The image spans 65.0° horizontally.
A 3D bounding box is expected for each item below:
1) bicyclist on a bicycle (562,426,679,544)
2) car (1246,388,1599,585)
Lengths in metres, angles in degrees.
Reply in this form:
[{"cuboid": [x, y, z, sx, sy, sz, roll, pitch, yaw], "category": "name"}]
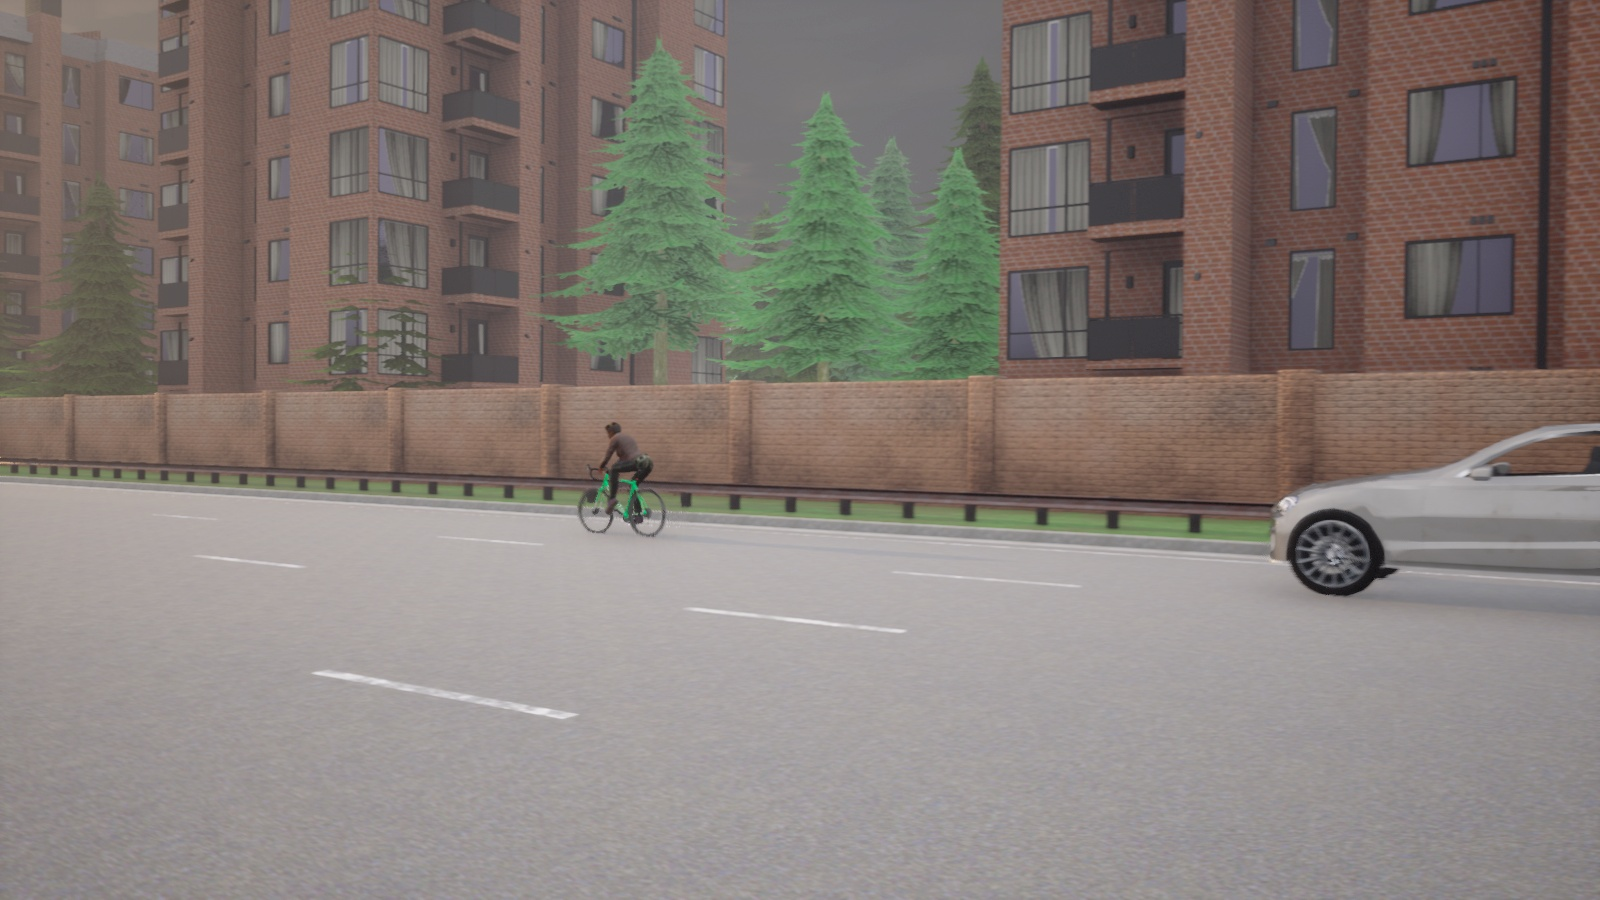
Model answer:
[{"cuboid": [-2.572, 0.477, 17.936, 1.656, 1.620, 0.582, -1, 1, 34], "category": "bicyclist on a bicycle"}, {"cuboid": [6.984, 0.289, 11.583, 5.027, 1.651, 2.152, 0, 1, 34], "category": "car"}]
